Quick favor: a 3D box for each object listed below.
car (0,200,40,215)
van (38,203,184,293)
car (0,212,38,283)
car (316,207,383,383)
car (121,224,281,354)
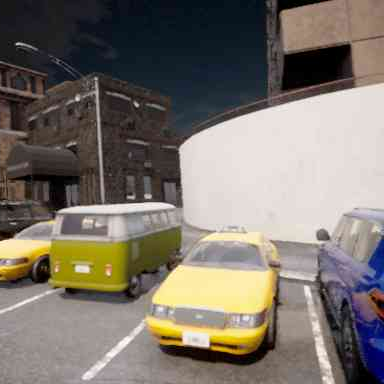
[{"bbox_3d":[-6.485,1.298,12.080,2.435,2.045,5.566,0,-1,16],"label":"car"},{"bbox_3d":[-1.586,1.292,8.687,1.878,1.987,4.442,0,-1,16],"label":"van"},{"bbox_3d":[-4.105,1.524,10.131,1.946,1.575,5.366,0,-1,16],"label":"car"},{"bbox_3d":[3.270,1.248,5.125,2.435,2.045,5.566,0,-1,16],"label":"car"},{"bbox_3d":[0.776,1.501,6.654,1.946,1.575,5.366,0,-1,16],"label":"car"}]
